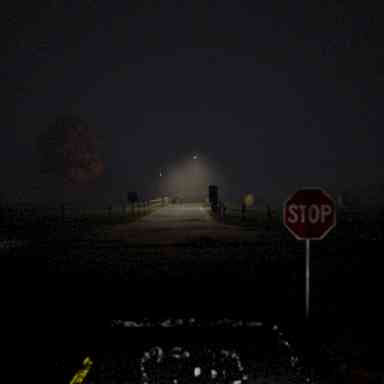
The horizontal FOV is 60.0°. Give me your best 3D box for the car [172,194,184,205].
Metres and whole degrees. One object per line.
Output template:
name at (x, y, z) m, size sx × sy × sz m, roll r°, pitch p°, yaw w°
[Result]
car at (-2.754, 1.491, 66.803) m, size 2.150 × 2.045 × 5.566 m, roll 0°, pitch 0°, yaw 0°
